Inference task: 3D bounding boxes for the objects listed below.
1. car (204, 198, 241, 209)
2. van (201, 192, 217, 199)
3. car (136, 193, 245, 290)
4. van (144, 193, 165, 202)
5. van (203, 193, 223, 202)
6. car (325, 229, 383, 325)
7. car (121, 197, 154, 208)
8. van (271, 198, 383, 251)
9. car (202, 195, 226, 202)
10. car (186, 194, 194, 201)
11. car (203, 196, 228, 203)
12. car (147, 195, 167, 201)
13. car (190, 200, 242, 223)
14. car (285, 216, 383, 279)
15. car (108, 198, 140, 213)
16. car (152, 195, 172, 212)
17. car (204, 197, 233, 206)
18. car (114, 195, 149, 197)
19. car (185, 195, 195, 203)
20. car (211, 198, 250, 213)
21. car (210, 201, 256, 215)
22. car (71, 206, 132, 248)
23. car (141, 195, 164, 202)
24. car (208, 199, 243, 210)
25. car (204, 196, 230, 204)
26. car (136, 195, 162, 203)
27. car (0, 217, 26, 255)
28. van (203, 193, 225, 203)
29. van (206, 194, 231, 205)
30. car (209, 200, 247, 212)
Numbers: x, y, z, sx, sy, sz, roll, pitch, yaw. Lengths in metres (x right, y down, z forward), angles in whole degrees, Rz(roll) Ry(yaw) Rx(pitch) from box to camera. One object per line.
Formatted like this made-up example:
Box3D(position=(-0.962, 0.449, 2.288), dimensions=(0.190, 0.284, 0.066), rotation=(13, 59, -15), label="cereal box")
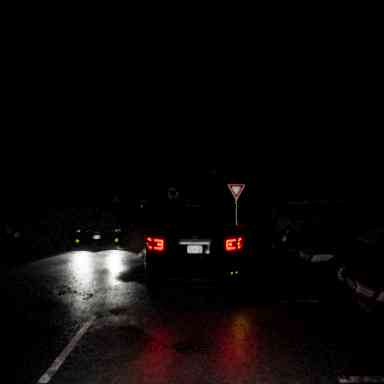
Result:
Box3D(position=(4.462, 1.666, 49.096), dimensions=(5.366, 1.575, 1.946), rotation=(0, 1, 0), label="car")
Box3D(position=(4.640, 1.061, 93.531), dimensions=(4.442, 1.987, 1.878), rotation=(0, 0, 0), label="van")
Box3D(position=(0.052, 1.183, 9.114), dimensions=(2.150, 2.045, 5.566), rotation=(0, 0, 0), label="car")
Box3D(position=(-8.386, 1.169, 74.051), dimensions=(4.442, 1.987, 1.878), rotation=(0, 0, 0), label="van")
Box3D(position=(4.694, 1.170, 74.015), dimensions=(4.442, 1.987, 1.878), rotation=(0, 0, 0), label="van")
Box3D(position=(5.031, 1.505, 5.585), dimensions=(4.674, 1.452, 2.002), rotation=(0, 0, 0), label="car")
Box3D(position=(-8.434, 1.630, 51.855), dimensions=(4.892, 1.521, 2.231), rotation=(0, 1, 0), label="car")
Box3D(position=(4.891, 1.204, 11.041), dimensions=(4.442, 1.987, 1.878), rotation=(-1, 0, 0), label="van")
Box3D(position=(4.590, 1.411, 71.246), dimensions=(5.008, 1.535, 2.097), rotation=(0, 0, 0), label="car")
Box3D(position=(-0.478, 1.196, 79.474), dimensions=(1.882, 1.535, 5.008), rotation=(0, 0, 0), label="car")
Box3D(position=(4.630, 1.481, 65.709), dimensions=(4.792, 1.488, 2.163), rotation=(0, 0, 0), label="car")
Box3D(position=(-8.555, 1.378, 82.380), dimensions=(4.792, 1.488, 2.163), rotation=(0, 0, 0), label="car")
Box3D(position=(1.961, 1.579, 28.472), dimensions=(2.097, 1.767, 4.553), rotation=(2, -2, -35), label="car")
Box3D(position=(5.025, 1.486, 8.370), dimensions=(4.674, 1.452, 2.002), rotation=(0, 0, 0), label="car")
Box3D(position=(-8.439, 1.817, 40.751), dimensions=(4.792, 1.488, 2.163), rotation=(0, 1, 0), label="car")
Box3D(position=(-3.979, 1.468, 45.063), dimensions=(2.150, 2.045, 5.566), rotation=(0, 1, 0), label="car")
Box3D(position=(4.596, 1.580, 57.405), dimensions=(4.792, 1.488, 2.163), rotation=(0, 1, 0), label="car")
Box3D(position=(-8.247, 1.666, 49.079), dimensions=(5.366, 1.575, 1.946), rotation=(0, 1, 0), label="car")
Box3D(position=(-0.396, 1.448, 69.320), dimensions=(1.837, 1.490, 4.892), rotation=(0, 0, 1), label="car")
Box3D(position=(4.702, 1.661, 40.910), dimensions=(4.553, 1.767, 2.185), rotation=(0, 1, 0), label="car")
Box3D(position=(4.673, 1.826, 38.140), dimensions=(5.008, 1.535, 2.097), rotation=(0, 1, 0), label="car")
Box3D(position=(-3.822, 1.495, 14.418), dimensions=(1.994, 1.385, 4.181), rotation=(0, 0, -8), label="car")
Box3D(position=(-8.465, 1.440, 71.276), dimensions=(4.792, 1.488, 2.163), rotation=(0, 0, 0), label="car")
Box3D(position=(4.652, 1.749, 46.327), dimensions=(4.674, 1.452, 2.002), rotation=(0, 1, 0), label="car")
Box3D(position=(4.637, 1.507, 63.069), dimensions=(4.792, 1.488, 2.163), rotation=(0, 1, 0), label="car")
Box3D(position=(-8.485, 1.452, 65.723), dimensions=(4.892, 1.521, 2.231), rotation=(0, 1, 0), label="car")
Box3D(position=(-8.091, 1.458, 10.935), dimensions=(4.792, 1.488, 2.163), rotation=(0, 0, 0), label="car")
Box3D(position=(4.485, 1.204, 68.458), dimensions=(4.442, 1.987, 1.878), rotation=(0, 0, -1), label="van")
Box3D(position=(4.733, 1.286, 60.296), dimensions=(4.442, 1.987, 1.878), rotation=(0, 1, 0), label="van")
Box3D(position=(4.633, 1.778, 43.557), dimensions=(4.792, 1.488, 2.163), rotation=(0, 1, 0), label="car")
